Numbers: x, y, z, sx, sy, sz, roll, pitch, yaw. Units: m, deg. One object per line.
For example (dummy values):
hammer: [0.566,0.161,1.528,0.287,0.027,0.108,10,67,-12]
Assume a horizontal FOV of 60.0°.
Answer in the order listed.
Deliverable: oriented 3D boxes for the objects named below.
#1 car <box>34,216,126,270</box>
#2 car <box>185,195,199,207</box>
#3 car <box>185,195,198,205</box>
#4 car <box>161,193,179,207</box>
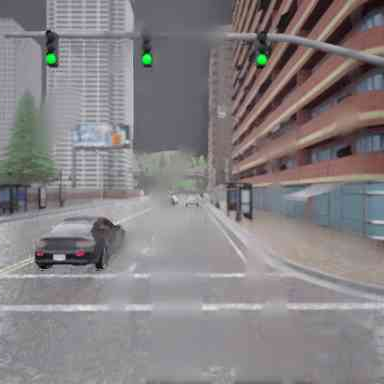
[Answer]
car: [-3.401,1.504,10.822,1.812,1.442,4.674,0,0,0]
car: [-0.012,1.363,48.148,1.812,1.442,4.674,0,0,0]
car: [-0.014,1.293,57.147,2.128,1.511,4.902,0,0,0]
car: [-3.412,1.319,48.047,2.128,1.511,4.902,0,0,0]
